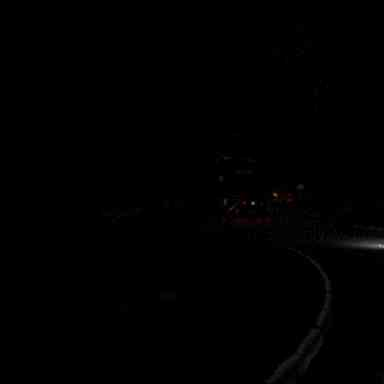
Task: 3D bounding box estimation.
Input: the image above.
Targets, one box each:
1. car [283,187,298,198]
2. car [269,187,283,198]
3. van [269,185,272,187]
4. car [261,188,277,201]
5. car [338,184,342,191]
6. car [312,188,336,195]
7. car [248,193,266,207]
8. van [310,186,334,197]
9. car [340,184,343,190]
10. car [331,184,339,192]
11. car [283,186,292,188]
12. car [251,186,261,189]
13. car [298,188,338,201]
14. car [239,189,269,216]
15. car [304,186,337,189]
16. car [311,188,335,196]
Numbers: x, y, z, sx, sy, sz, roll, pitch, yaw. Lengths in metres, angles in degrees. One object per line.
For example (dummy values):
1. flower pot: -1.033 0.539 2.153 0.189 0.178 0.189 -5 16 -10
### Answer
1. car: 18.567 0.373 61.701 1.837 1.490 4.892 0 2 24
2. car: 15.709 0.365 62.652 1.882 1.535 5.008 0 2 24
3. van: 19.770 -0.738 91.306 1.878 1.987 4.442 0 2 30
4. car: 11.804 0.664 52.964 1.882 1.535 5.008 0 1 22
5. car: 34.090 -0.524 83.069 4.792 1.488 2.163 0 2 29
6. car: 29.040 -0.124 73.248 4.792 1.488 2.163 0 2 26
7. car: 8.391 0.969 42.900 1.837 1.490 4.892 0 1 16
8. van: 25.690 -0.104 65.769 4.442 1.987 1.878 0 2 24
9. car: 36.743 -0.991 87.834 5.566 2.045 2.435 0 2 30
10. car: 22.412 0.124 58.415 5.566 2.045 2.435 0 2 23
11. car: 19.685 -0.088 71.669 1.837 1.490 4.892 0 2 26
12. car: 14.688 -0.132 81.620 2.097 1.535 5.008 0 2 27
13. car: 19.226 0.613 50.809 4.892 1.521 2.231 0 2 23
14. car: 5.490 0.994 30.142 2.150 2.045 5.566 0 1 9
15. car: 20.314 0.408 53.335 4.553 1.767 2.185 0 2 23
16. car: 27.884 -0.019 70.776 4.674 1.452 2.002 0 2 26
